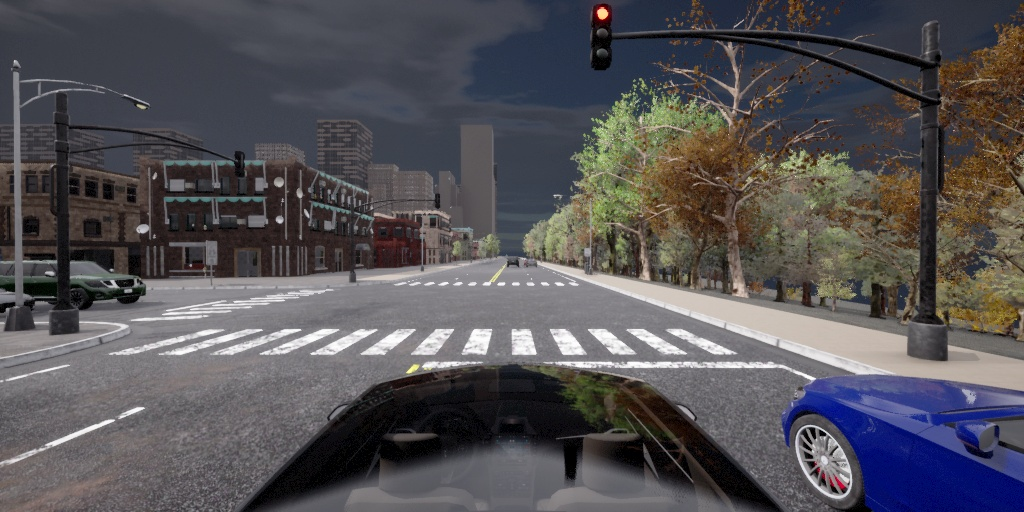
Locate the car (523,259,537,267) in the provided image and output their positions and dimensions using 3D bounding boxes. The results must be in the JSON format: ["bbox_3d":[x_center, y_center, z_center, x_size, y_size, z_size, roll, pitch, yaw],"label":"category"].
[{"bbox_3d":[3.472,1.218,63.875,2.128,1.511,4.902,0,0,0],"label":"car"}]

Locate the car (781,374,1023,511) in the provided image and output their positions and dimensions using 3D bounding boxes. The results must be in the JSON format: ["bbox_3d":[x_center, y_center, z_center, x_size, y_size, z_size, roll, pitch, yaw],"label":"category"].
[{"bbox_3d":[3.346,1.276,1.331,1.812,1.442,4.674,0,0,2],"label":"car"}]

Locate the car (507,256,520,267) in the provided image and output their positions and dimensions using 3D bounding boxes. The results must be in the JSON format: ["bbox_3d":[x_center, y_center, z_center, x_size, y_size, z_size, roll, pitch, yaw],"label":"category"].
[{"bbox_3d":[0.219,0.948,63.715,2.150,2.045,5.566,0,0,1],"label":"car"}]

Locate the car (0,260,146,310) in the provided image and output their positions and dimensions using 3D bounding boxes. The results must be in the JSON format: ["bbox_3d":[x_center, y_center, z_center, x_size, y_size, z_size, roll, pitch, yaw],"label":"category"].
[{"bbox_3d":[-19.311,1.186,15.475,5.566,2.045,2.150,-1,1,0],"label":"car"}]

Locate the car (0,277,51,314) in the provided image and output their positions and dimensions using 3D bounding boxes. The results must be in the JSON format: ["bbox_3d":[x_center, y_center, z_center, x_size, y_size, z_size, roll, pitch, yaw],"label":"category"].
[{"bbox_3d":[-19.926,1.565,12.773,4.313,1.339,1.948,0,0,0],"label":"car"}]
